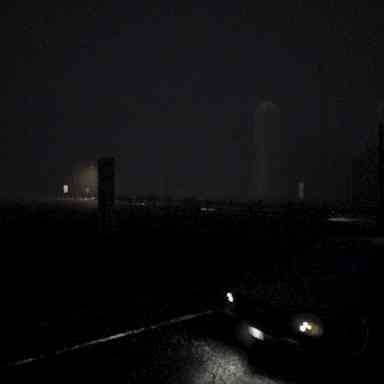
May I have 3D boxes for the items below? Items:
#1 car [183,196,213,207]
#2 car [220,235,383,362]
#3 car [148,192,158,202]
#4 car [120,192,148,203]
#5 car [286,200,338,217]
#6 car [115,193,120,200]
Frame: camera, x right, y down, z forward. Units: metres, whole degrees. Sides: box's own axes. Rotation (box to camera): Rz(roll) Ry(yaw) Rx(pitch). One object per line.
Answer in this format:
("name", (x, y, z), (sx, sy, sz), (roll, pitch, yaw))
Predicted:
("car", (0.677, 1.222, 41.332), (1.812, 1.442, 4.674), (-1, 1, -36))
("car", (3.082, 1.545, 6.055), (5.357, 1.411, 2.033), (0, 0, -34))
("car", (-7.842, 0.846, 58.060), (2.097, 1.767, 4.553), (-1, 1, -35))
("car", (-9.794, 0.874, 55.911), (2.097, 1.767, 4.553), (-1, 1, -35))
("car", (10.145, 1.409, 28.362), (1.994, 1.385, 4.181), (-1, 1, -38))
("car", (-13.623, 0.749, 66.004), (2.097, 1.767, 4.553), (-1, 1, -36))
